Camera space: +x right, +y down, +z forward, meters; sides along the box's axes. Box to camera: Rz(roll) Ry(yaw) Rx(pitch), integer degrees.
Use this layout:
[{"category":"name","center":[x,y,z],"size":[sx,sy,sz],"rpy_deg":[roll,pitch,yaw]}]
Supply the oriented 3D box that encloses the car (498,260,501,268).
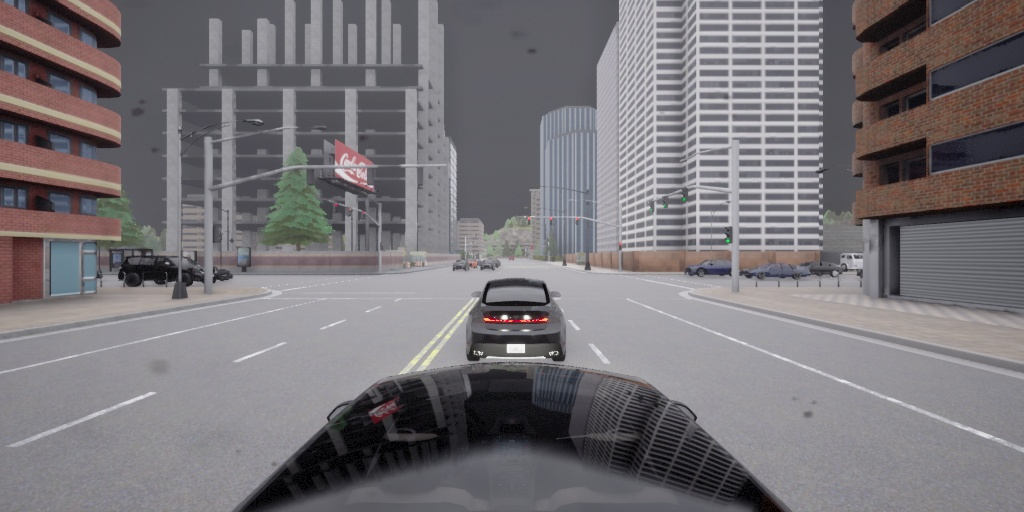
[{"category":"car","center":[-3.295,1.099,60.422],"size":[2.097,1.767,4.553],"rpy_deg":[0,0,0]}]

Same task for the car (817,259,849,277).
[{"category":"car","center":[29.064,1.253,34.695],"size":[4.892,1.490,1.837],"rpy_deg":[0,0,0]}]

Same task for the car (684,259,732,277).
[{"category":"car","center":[19.214,1.100,34.700],"size":[4.553,1.767,2.097],"rpy_deg":[0,0,0]}]

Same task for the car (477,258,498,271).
[{"category":"car","center":[-3.360,1.252,50.297],"size":[1.837,1.490,4.892],"rpy_deg":[0,0,0]}]

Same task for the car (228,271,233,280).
[{"category":"car","center":[-23.956,1.313,27.477],"size":[4.181,1.385,1.994],"rpy_deg":[0,0,0]}]

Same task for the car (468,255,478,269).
[{"category":"car","center":[-6.812,1.099,57.973],"size":[2.097,1.767,4.553],"rpy_deg":[0,0,0]}]

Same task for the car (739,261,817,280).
[{"category":"car","center":[22.804,1.296,31.202],"size":[5.357,1.411,2.033],"rpy_deg":[0,0,0]}]

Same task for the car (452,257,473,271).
[{"category":"car","center":[-6.869,1.252,48.767],"size":[1.837,1.490,4.892],"rpy_deg":[0,0,0]}]

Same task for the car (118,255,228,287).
[{"category":"car","center":[-22.802,0.970,23.977],"size":[5.566,2.045,2.150],"rpy_deg":[0,0,0]}]

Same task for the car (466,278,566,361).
[{"category":"car","center":[0.093,1.255,8.235],"size":[1.837,1.490,4.892],"rpy_deg":[0,0,1]}]

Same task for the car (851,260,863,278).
[{"category":"car","center":[32.716,1.312,31.192],"size":[4.181,1.385,1.994],"rpy_deg":[0,0,0]}]

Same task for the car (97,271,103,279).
[{"category":"car","center":[-34.875,1.296,27.472],"size":[5.357,1.411,2.033],"rpy_deg":[0,0,0]}]
